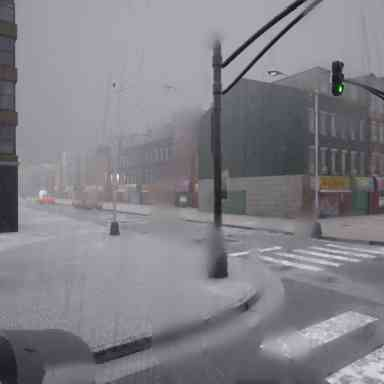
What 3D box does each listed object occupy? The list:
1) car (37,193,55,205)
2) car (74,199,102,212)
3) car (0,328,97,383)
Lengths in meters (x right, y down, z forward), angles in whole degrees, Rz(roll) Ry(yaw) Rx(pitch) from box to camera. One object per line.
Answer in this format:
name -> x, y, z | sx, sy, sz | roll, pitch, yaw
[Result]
car -> -23.776, 1.165, 54.066 | 2.097, 1.767, 4.553 | 0, 0, -34
car -> -11.787, 1.477, 37.334 | 1.895, 1.301, 4.718 | 0, 0, -36
car -> -2.735, 1.505, 1.138 | 4.892, 1.490, 1.837 | 0, -1, -35
